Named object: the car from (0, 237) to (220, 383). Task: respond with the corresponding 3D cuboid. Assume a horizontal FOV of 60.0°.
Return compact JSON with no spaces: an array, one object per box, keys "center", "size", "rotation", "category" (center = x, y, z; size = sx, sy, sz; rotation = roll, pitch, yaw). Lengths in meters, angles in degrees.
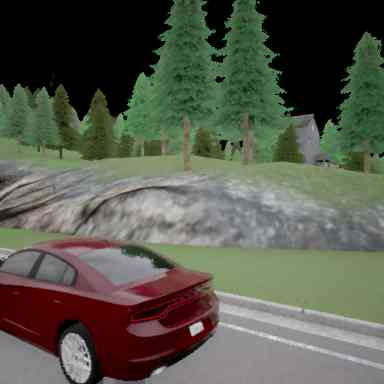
[{"center":[-1.955,1.478,5.387],"size":[5.008,1.535,1.882],"rotation":[0,0,35],"category":"car"}]
